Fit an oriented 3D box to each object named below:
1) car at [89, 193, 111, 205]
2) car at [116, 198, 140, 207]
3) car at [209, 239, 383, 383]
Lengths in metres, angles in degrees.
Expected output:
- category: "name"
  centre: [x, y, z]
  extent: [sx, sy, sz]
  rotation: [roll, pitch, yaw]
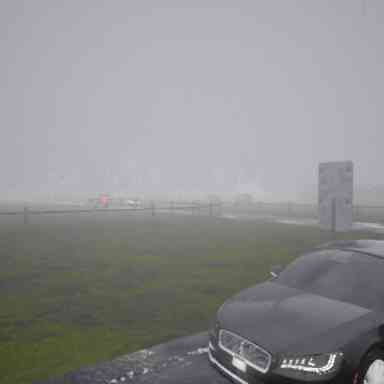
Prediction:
- category: "car"
  centre: [-16.889, 1.265, 60.936]
  extent: [2.150, 2.045, 5.566]
  rotation: [2, -1, -41]
- category: "car"
  centre: [-10.385, 1.655, 53.318]
  extent: [1.895, 1.301, 4.718]
  rotation: [2, -1, -40]
- category: "car"
  centre: [2.462, 1.523, 4.819]
  extent: [4.892, 1.490, 1.837]
  rotation: [0, 0, -35]
